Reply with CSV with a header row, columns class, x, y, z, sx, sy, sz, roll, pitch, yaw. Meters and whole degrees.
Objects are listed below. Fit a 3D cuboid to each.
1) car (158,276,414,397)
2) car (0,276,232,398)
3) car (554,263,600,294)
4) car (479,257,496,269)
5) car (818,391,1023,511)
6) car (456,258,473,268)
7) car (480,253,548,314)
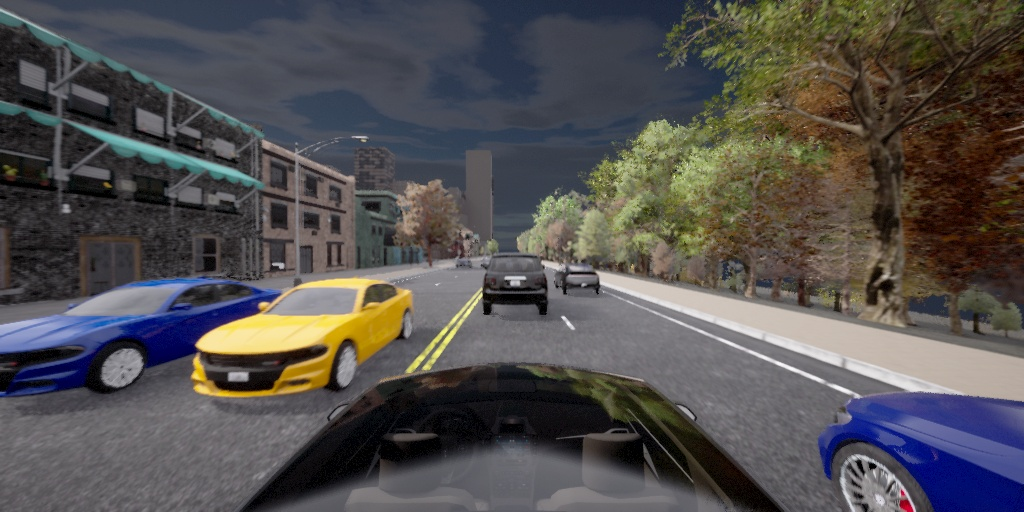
class,x,y,z,sx,sy,sz,roll,pitch,yaw
car,-3.351,1.195,6.888,1.882,1.535,5.008,0,0,0
car,-6.600,1.195,6.841,1.882,1.535,5.008,0,0,0
car,3.352,1.131,19.100,2.128,1.511,4.902,0,0,0
car,-3.397,0.933,50.559,2.128,1.511,4.902,0,0,0
car,3.349,1.281,0.869,1.812,1.442,4.674,0,0,0
car,-6.643,1.008,50.112,1.994,1.385,4.181,0,0,0
car,0.102,0.897,13.492,2.150,2.045,5.566,0,0,0
